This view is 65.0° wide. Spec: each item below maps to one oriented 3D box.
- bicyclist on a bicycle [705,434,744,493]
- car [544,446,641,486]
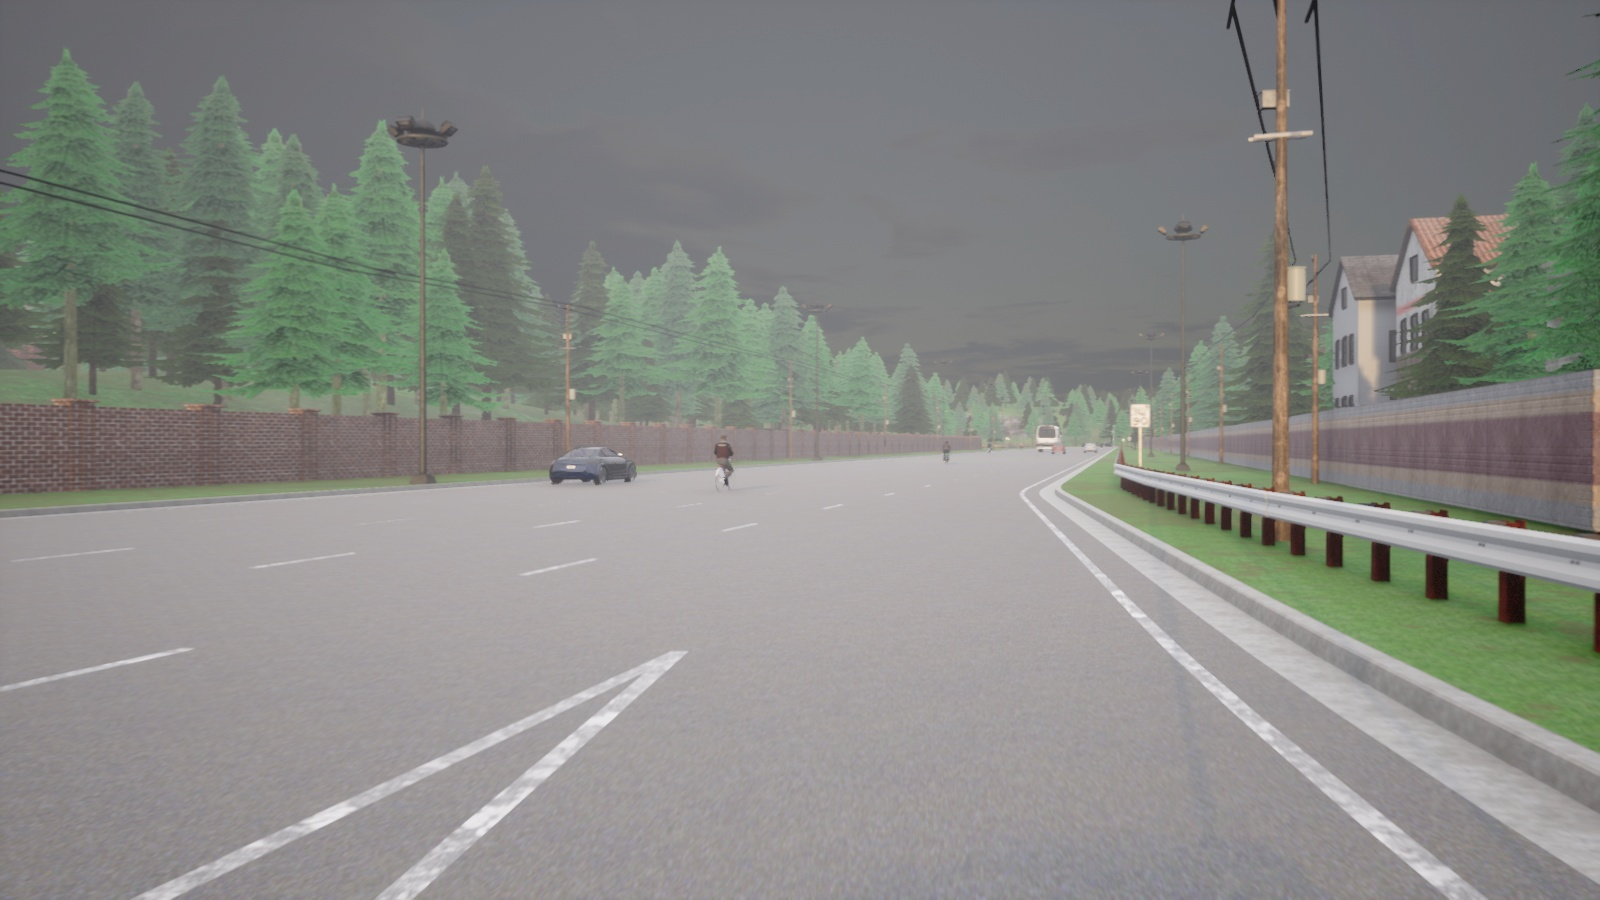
[{"bbox_3d":[-2.301,0.396,38.477,0.659,1.776,1.843,0,1,14],"label":"bicyclist on a bicycle"},{"bbox_3d":[-7.563,0.540,46.117,1.994,1.385,4.181,0,0,14],"label":"car"}]
